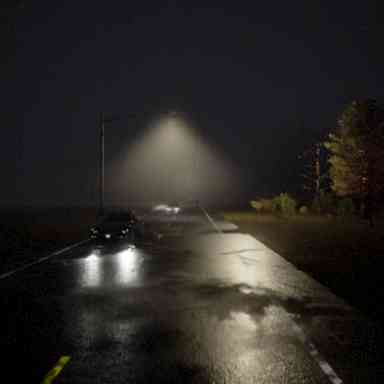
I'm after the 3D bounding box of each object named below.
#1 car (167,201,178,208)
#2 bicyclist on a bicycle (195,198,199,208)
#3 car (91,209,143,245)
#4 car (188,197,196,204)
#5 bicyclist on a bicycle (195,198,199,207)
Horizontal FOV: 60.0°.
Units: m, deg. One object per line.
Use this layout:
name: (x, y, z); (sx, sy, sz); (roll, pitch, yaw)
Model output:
car: (-3.537, 2.207, 60.475); (1.895, 1.301, 4.718); (0, -1, 1)
bicyclist on a bicycle: (0.959, 1.939, 56.747); (0.659, 1.776, 1.843); (0, 0, 0)
car: (-3.601, 1.673, 16.679); (1.837, 1.490, 4.892); (0, -1, 0)
car: (-0.005, 2.331, 80.558); (1.895, 1.301, 4.718); (0, -1, 0)
bicyclist on a bicycle: (0.958, 2.029, 65.747); (0.659, 1.776, 1.843); (0, 0, 0)
